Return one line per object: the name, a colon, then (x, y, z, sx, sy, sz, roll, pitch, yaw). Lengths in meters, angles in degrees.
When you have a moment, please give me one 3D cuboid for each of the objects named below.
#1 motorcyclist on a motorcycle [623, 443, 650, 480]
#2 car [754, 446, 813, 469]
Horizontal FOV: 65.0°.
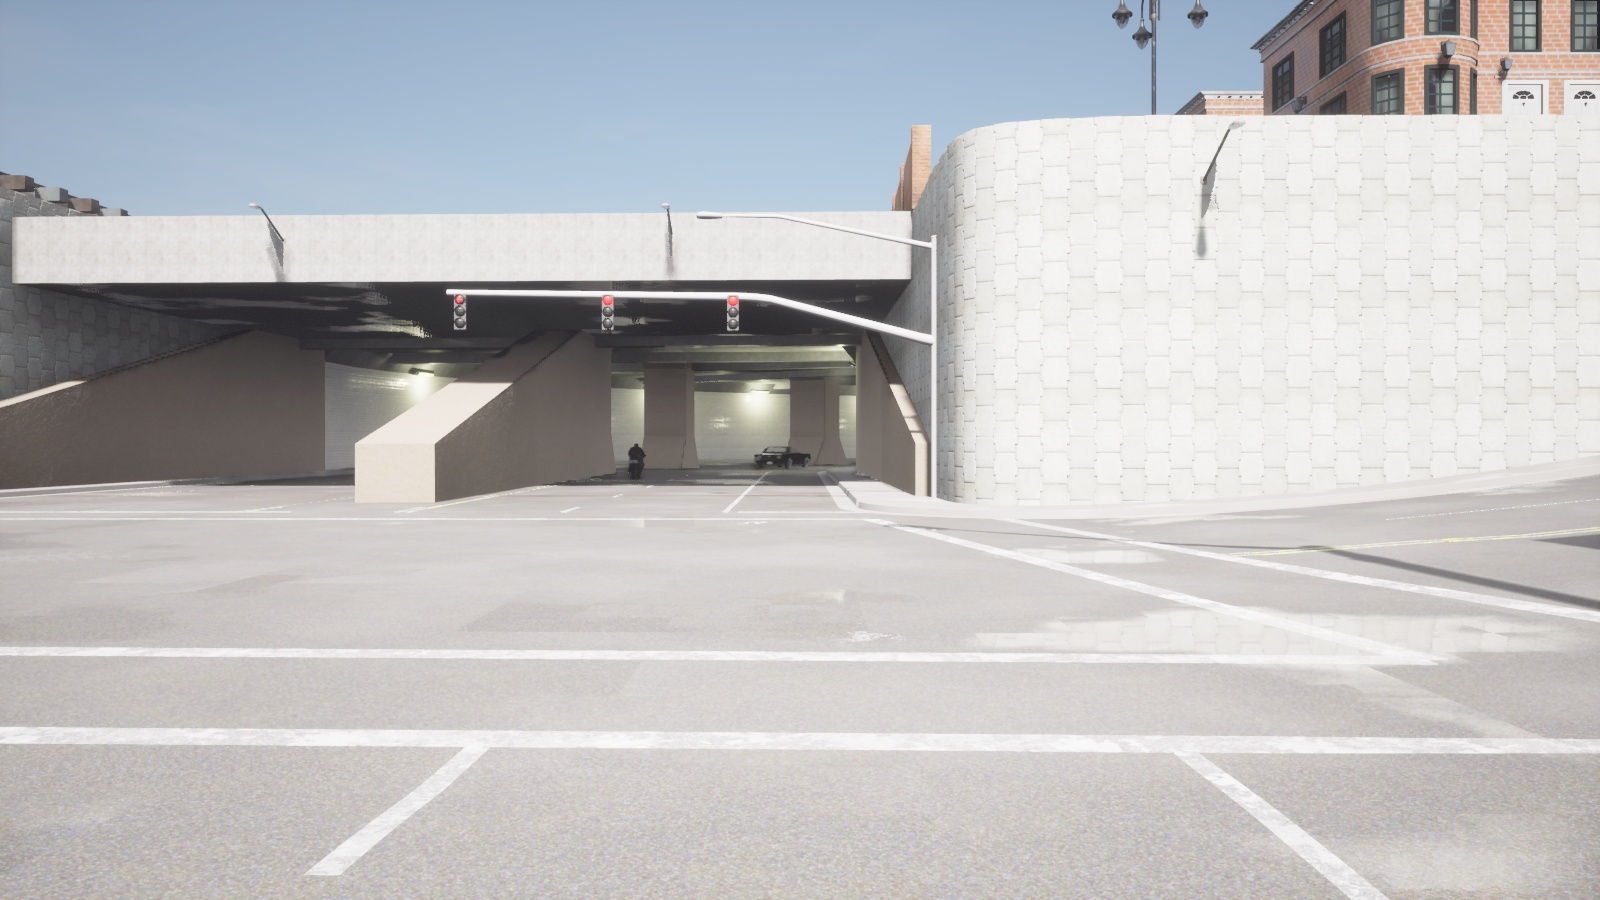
motorcyclist on a motorcycle: (-6.885, 0.477, 52.901, 0.866, 1.530, 2.191, 0, 0, 0)
car: (-0.928, 0.428, 74.091, 1.895, 1.301, 4.718, 0, 0, 21)
